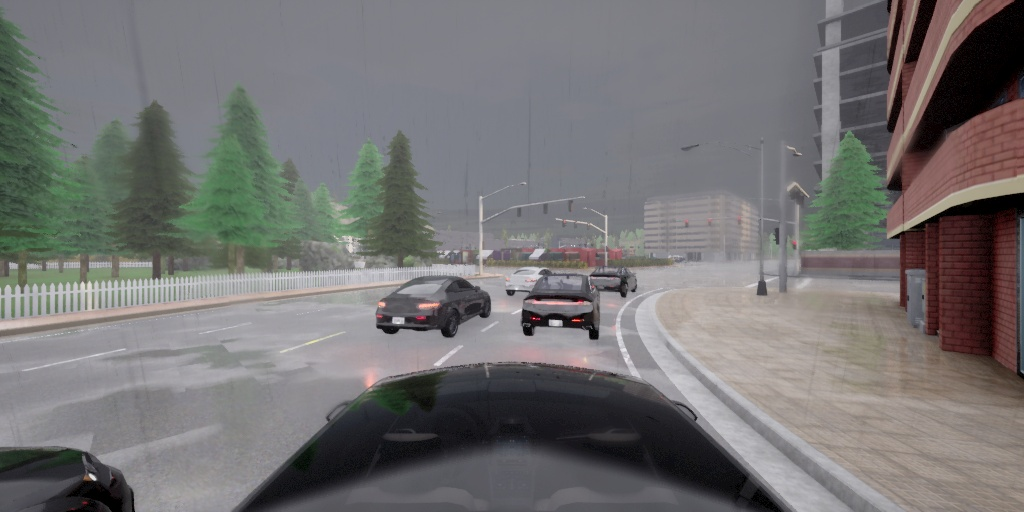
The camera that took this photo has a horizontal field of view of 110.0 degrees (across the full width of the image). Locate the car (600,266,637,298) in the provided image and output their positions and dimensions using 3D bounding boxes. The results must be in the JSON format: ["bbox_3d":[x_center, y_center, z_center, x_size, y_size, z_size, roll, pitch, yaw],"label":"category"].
[{"bbox_3d":[5.304,1.241,18.753,2.128,1.511,4.902,0,0,28],"label":"car"}]

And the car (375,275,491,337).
[{"bbox_3d":[-2.007,1.276,10.252,1.812,1.442,4.674,0,0,13],"label":"car"}]

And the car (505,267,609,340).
[{"bbox_3d":[1.540,1.242,10.128,2.128,1.511,4.902,0,0,14],"label":"car"}]

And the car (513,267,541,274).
[{"bbox_3d":[1.227,1.276,18.757,1.812,1.442,4.674,0,0,26],"label":"car"}]

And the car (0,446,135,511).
[{"bbox_3d":[-3.170,1.314,0.344,1.994,1.385,4.181,0,0,-2],"label":"car"}]
